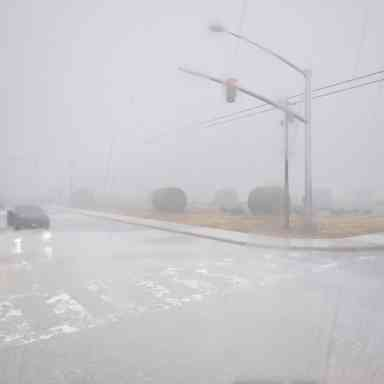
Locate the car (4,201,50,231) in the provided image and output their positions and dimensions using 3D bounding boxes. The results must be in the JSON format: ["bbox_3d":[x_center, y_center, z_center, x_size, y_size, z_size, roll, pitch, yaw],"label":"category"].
[{"bbox_3d":[-10.312,1.528,20.857,1.882,1.535,5.008,0,1,-35],"label":"car"}]

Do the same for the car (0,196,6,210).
[{"bbox_3d":[-24.192,1.234,40.887,2.097,1.767,4.553,0,0,-35],"label":"car"}]
